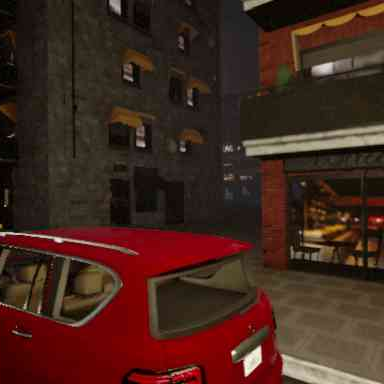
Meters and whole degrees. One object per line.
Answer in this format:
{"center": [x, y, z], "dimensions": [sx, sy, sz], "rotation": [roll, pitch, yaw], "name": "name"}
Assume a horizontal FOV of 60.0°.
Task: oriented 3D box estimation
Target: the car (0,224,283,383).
{"center": [-1.502, 1.306, 3.812], "dimensions": [5.009, 1.841, 2.192], "rotation": [0, -1, 35], "name": "car"}
